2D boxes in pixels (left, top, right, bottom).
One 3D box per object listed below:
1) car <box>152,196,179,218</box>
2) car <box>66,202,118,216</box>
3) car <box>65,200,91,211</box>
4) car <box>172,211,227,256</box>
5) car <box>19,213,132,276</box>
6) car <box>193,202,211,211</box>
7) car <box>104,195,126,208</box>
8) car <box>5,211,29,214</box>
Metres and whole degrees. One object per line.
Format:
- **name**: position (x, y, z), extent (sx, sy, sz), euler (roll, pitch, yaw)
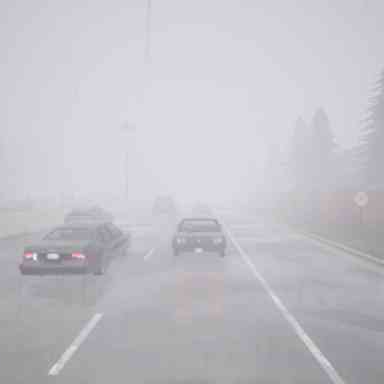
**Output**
- **car**: position (-2.559, 1.413, 32.840), extent (2.150, 2.045, 5.566), euler (0, 0, 2)
- **car**: position (-6.443, 1.619, 21.286), extent (2.128, 1.511, 4.902), euler (0, 0, 2)
- **car**: position (-16.191, 1.882, 47.365), extent (1.895, 1.301, 4.718), euler (0, 0, 2)
- **car**: position (0.306, 1.678, 13.395), extent (1.895, 1.301, 4.718), euler (0, 0, 2)
- **car**: position (-3.279, 1.610, 10.503), extent (2.033, 1.411, 5.357), euler (0, 0, 1)
- **car**: position (1.081, 1.776, 36.834), extent (1.994, 1.385, 4.181), euler (0, 0, 2)
- **car**: position (-12.440, 1.524, 54.195), extent (2.150, 2.045, 5.566), euler (0, 0, 2)
- **car**: position (-20.015, 1.780, 38.531), extent (2.033, 1.411, 5.357), euler (0, 0, 3)
